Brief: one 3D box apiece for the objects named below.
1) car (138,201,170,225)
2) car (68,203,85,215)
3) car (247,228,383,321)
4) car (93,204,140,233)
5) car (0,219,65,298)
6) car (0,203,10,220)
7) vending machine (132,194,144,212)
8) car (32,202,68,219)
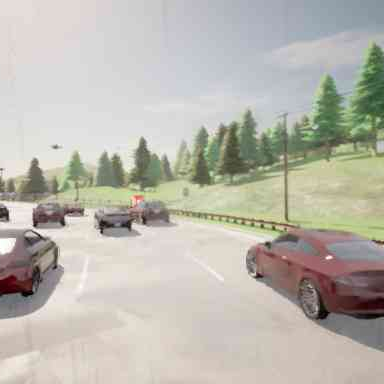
[{"bbox_3d":[-3.337,1.439,25.471,2.097,1.767,4.553,-1,0,-24],"label":"car"},{"bbox_3d":[-13.276,1.842,36.365,1.895,1.301,4.718,-1,0,-33],"label":"car"},{"bbox_3d":[2.694,1.500,7.217,1.812,1.442,4.674,-1,0,-10],"label":"car"},{"bbox_3d":[-4.931,1.593,20.470,2.128,1.511,4.902,-1,0,-21],"label":"car"},{"bbox_3d":[-4.747,1.643,8.604,1.994,1.385,4.181,-1,0,-13],"label":"car"},{"bbox_3d":[-17.918,1.773,30.588,1.882,1.535,5.008,-1,0,-32],"label":"car"},{"bbox_3d":[-6.499,1.349,39.933,1.100,2.100,0.880,-1,0,-33],"label":"vending machine"},{"bbox_3d":[-10.846,1.541,25.079,2.097,1.767,4.553,-1,0,-26],"label":"car"}]
